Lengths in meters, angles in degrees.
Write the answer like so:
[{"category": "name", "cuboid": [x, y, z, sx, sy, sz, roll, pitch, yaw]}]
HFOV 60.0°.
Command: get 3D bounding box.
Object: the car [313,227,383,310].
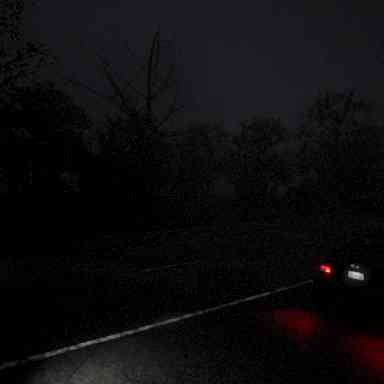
[{"category": "car", "cuboid": [4.873, 1.453, 7.224, 5.357, 1.411, 2.033, -1, 1, -36]}]
